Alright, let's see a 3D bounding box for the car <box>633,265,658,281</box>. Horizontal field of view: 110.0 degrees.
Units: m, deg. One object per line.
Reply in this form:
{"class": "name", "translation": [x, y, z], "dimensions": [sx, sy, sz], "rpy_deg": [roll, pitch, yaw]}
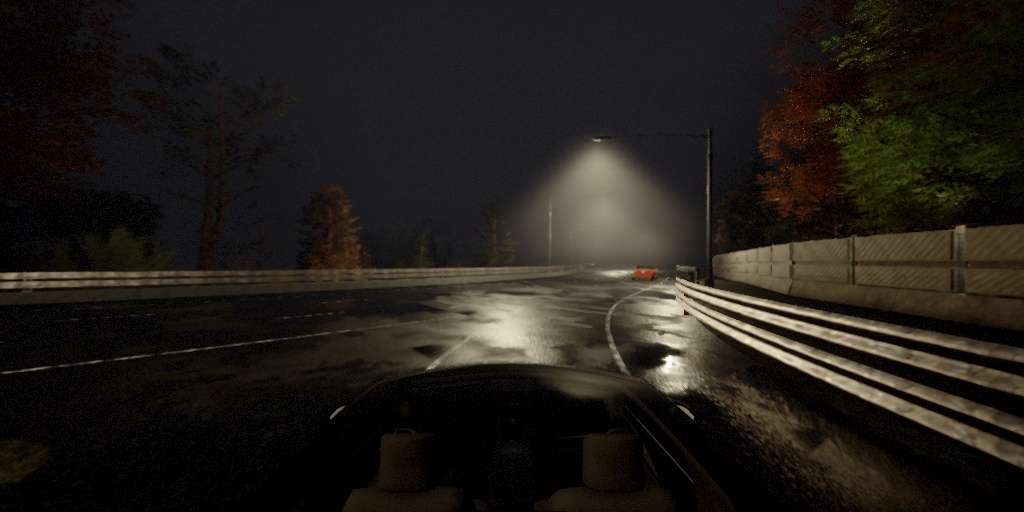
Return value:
{"class": "car", "translation": [14.574, 1.719, 39.016], "dimensions": [2.097, 1.767, 4.553], "rpy_deg": [0, -1, 28]}
